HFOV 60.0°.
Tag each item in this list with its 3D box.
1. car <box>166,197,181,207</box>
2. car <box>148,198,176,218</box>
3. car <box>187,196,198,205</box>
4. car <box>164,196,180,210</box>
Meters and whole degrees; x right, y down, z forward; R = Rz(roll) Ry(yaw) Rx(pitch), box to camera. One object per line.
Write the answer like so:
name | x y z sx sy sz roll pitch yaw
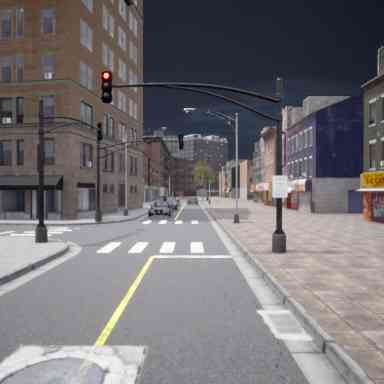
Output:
car | -2.828 1.560 52.665 2.033 1.411 5.357 0 0 0
car | -2.843 1.568 30.380 1.994 1.385 4.181 0 0 0
car | 0.118 1.507 59.158 2.128 1.511 4.902 0 0 0
car | -2.835 1.359 41.926 2.097 1.767 4.553 0 0 0
